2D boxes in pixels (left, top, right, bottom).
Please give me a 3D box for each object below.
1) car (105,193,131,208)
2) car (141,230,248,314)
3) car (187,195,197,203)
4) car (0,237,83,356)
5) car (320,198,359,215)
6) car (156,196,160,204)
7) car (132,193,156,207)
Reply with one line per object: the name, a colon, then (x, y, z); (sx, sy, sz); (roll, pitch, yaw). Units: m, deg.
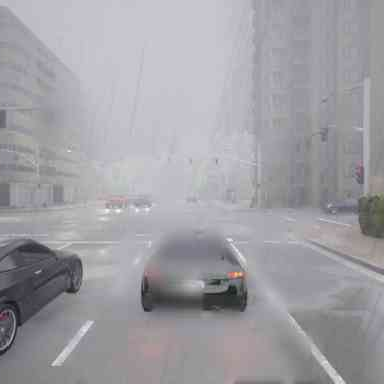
car: (-10.715, 1.221, 47.544); (2.150, 2.045, 5.566); (0, 0, 0)
car: (0.046, 1.564, 7.692); (1.994, 1.385, 4.181); (0, 0, 0)
car: (-0.071, 1.352, 69.733); (2.097, 1.767, 4.553); (0, 0, 0)
car: (-3.462, 1.526, 5.888); (1.812, 1.442, 4.674); (0, 0, 0)
car: (15.502, 1.352, 33.736); (4.553, 1.767, 2.097); (0, 0, 1)
car: (-7.210, 1.492, 62.579); (2.128, 1.511, 4.902); (0, 0, 0)
car: (-7.222, 1.221, 50.677); (2.150, 2.045, 5.566); (0, 0, 0)
